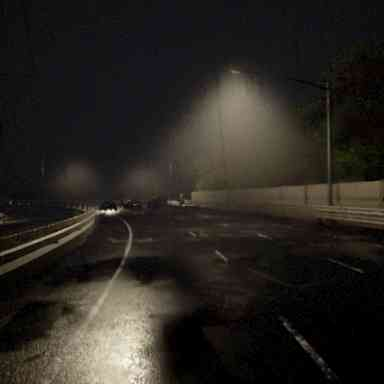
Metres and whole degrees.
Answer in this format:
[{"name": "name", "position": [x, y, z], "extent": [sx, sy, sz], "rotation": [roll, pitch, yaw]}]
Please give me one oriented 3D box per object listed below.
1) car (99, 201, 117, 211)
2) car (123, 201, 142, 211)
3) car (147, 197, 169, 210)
[{"name": "car", "position": [-12.754, 2.123, 50.329], "extent": [1.837, 1.490, 4.892], "rotation": [0, 0, -28]}, {"name": "car", "position": [-9.102, 2.075, 50.963], "extent": [2.128, 1.511, 4.902], "rotation": [0, -1, -28]}, {"name": "car", "position": [-5.352, 1.778, 52.161], "extent": [2.150, 2.045, 5.566], "rotation": [-1, 0, -22]}]
